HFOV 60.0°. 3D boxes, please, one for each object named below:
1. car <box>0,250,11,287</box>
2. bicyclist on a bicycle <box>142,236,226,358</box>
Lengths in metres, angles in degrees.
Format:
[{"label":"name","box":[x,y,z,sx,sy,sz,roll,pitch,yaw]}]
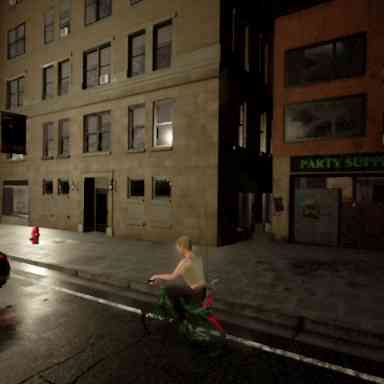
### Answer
[{"label":"car","box":[-6.221,1.569,8.042,4.181,1.385,1.994,0,0,36]},{"label":"bicyclist on a bicycle","box":[-0.172,1.438,4.789,1.509,1.612,0.866,-1,0,35]}]
